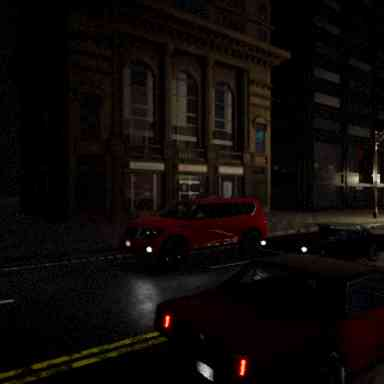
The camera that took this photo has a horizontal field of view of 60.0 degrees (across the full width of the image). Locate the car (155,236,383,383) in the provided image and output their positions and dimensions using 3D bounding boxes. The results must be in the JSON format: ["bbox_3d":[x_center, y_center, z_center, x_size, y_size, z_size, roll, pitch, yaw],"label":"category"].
[{"bbox_3d":[1.950,1.614,4.832,4.718,1.301,1.895,0,0,-35],"label":"car"}]

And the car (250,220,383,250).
[{"bbox_3d":[4.336,1.631,10.770,4.718,1.301,1.895,0,0,-35],"label":"car"}]

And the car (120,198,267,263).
[{"bbox_3d":[0.281,1.243,11.871,5.566,2.045,2.150,0,0,-35],"label":"car"}]
